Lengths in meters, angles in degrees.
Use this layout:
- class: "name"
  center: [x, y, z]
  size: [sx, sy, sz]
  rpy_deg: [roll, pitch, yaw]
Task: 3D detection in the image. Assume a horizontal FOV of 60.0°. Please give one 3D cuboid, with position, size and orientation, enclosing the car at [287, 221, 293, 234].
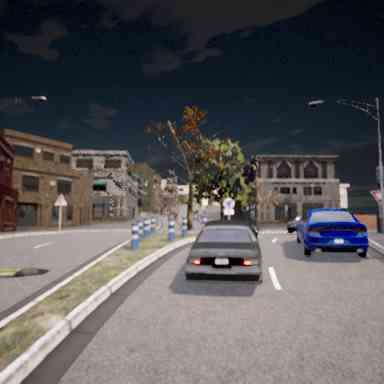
- class: "car"
  center: [8.881, 2.462, 25.084]
  size: [1.994, 1.385, 4.181]
  rpy_deg: [-5, -8, 43]

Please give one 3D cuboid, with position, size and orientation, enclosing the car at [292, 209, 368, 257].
- class: "car"
  center: [4.972, 1.353, 12.317]
  size: [1.882, 1.535, 5.008]
  rpy_deg: [-2, -1, 14]

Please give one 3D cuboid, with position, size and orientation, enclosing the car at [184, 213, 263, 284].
- class: "car"
  center: [1.034, 1.503, 9.554]
  size: [2.033, 1.411, 5.357]
  rpy_deg: [-1, 0, 9]

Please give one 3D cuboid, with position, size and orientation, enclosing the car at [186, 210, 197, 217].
- class: "car"
  center: [-0.430, 5.759, 77.062]
  size: [2.128, 1.511, 4.902]
  rpy_deg: [0, 0, 0]
